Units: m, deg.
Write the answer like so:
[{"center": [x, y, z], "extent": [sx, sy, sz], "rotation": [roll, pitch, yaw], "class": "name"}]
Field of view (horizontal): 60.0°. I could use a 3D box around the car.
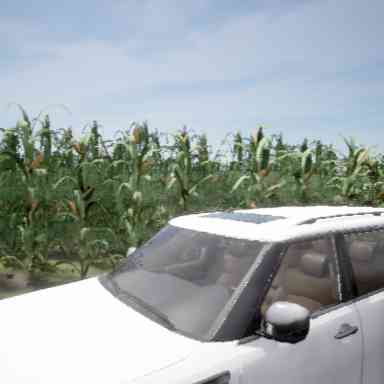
[{"center": [0.620, 1.203, 3.308], "extent": [5.566, 2.045, 2.150], "rotation": [0, 0, -34], "class": "car"}]
